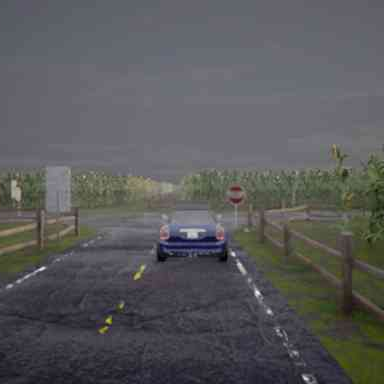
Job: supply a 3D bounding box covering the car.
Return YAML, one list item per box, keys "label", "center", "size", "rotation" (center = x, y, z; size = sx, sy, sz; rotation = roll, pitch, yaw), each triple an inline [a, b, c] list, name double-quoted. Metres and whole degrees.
- label: "car"
  center: [-0.005, 1.192, 11.520]
  size: [2.097, 1.767, 4.553]
  rotation: [0, 1, -1]
